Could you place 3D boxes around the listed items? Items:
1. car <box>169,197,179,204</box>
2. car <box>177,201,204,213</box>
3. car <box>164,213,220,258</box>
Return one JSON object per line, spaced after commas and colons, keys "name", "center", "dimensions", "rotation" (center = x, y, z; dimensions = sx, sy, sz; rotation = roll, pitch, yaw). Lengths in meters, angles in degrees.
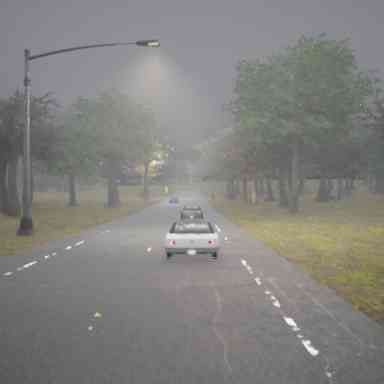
{"name": "car", "center": [-3.545, 1.624, 65.661], "dimensions": [2.033, 1.411, 5.357], "rotation": [0, 1, 0]}
{"name": "car", "center": [0.005, 1.753, 28.493], "dimensions": [2.128, 1.511, 4.902], "rotation": [0, 0, 0]}
{"name": "car", "center": [0.010, 1.725, 13.234], "dimensions": [1.895, 1.301, 4.718], "rotation": [0, 0, 0]}
